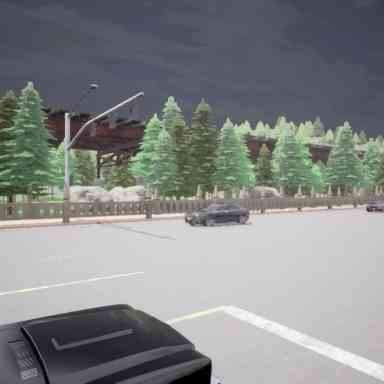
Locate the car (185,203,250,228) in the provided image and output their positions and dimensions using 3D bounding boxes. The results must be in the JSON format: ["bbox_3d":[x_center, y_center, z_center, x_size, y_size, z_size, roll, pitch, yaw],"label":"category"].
[{"bbox_3d":[1.767,1.505,22.449,4.892,1.490,1.837,0,0,-35],"label":"car"}]

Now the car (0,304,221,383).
[{"bbox_3d":[-2.077,1.601,2.284,4.718,1.301,1.895,0,0,-35],"label":"car"}]

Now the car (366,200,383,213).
[{"bbox_3d":[20.580,1.564,35.865,4.181,1.385,1.994,0,0,-36],"label":"car"}]
